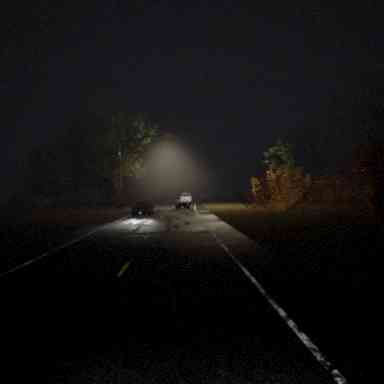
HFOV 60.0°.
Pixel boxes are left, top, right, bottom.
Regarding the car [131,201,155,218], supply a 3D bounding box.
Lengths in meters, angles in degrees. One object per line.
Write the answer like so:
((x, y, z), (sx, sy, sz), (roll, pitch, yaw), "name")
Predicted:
((-4.740, 1.639, 32.527), (2.128, 1.511, 4.902), (-2, 0, -1), "car")

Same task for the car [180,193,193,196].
((-1.089, 1.234, 63.531), (2.150, 2.045, 5.566), (-2, 0, 2), "car")

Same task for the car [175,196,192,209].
((-1.225, 1.636, 45.242), (1.895, 1.301, 4.718), (-2, 0, 0), "car")
